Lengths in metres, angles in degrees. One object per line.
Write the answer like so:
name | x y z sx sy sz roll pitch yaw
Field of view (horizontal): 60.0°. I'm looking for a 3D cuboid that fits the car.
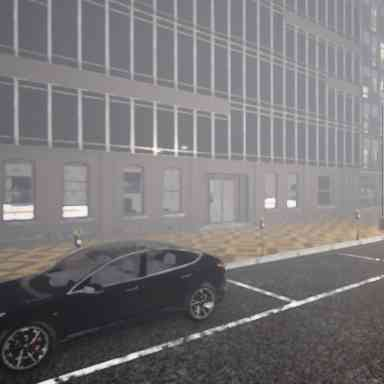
car | -1.335 1.552 5.605 4.313 1.339 1.947 0 0 -35
